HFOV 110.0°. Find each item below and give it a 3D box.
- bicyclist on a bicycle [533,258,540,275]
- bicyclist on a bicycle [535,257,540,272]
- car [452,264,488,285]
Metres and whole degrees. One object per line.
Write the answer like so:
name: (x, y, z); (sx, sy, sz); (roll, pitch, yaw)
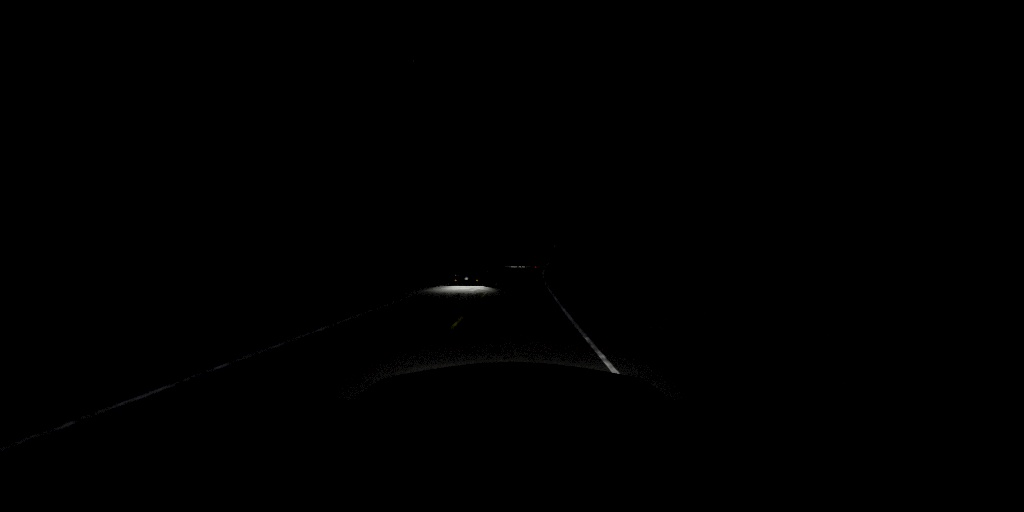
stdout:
bicyclist on a bicycle: (2.438, 1.171, 37.002); (0.582, 1.620, 1.656); (0, 0, 5)
bicyclist on a bicycle: (3.261, 1.071, 46.011); (0.659, 1.776, 1.843); (0, 0, 6)
car: (-2.889, 1.286, 25.518); (1.994, 1.385, 4.181); (0, 0, 3)
